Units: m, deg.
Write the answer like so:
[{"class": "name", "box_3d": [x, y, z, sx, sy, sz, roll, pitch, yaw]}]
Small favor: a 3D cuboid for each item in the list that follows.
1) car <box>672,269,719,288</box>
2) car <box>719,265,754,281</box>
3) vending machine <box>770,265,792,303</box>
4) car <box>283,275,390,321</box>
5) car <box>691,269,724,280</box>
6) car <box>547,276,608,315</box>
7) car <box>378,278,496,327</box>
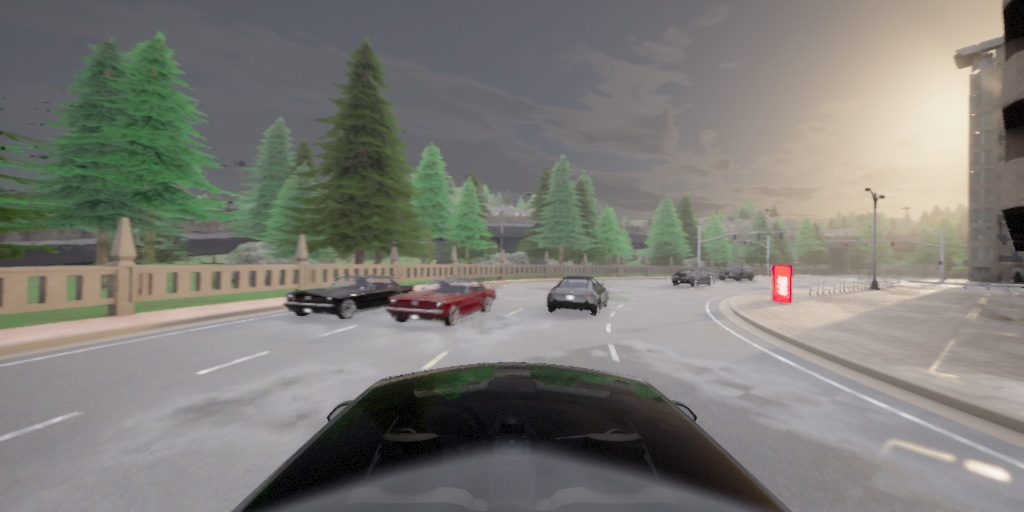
[{"class": "car", "box_3d": [15.922, 1.934, 31.510, 4.892, 1.490, 1.837, 2, -1, -38]}, {"class": "car", "box_3d": [27.984, 2.156, 44.577, 5.566, 2.045, 2.150, 2, -1, -35]}, {"class": "vending machine", "box_3d": [13.808, 1.432, 18.354, 1.100, 2.100, 0.880, 0, 0, 36]}, {"class": "car", "box_3d": [-5.492, 1.355, 12.785, 1.895, 1.301, 4.718, 1, -1, 16]}, {"class": "car", "box_3d": [25.939, 2.427, 47.419, 4.718, 1.301, 1.895, 2, -1, -35]}, {"class": "car", "box_3d": [2.837, 1.524, 14.994, 1.994, 1.385, 4.181, 1, -1, 21]}, {"class": "car", "box_3d": [-2.104, 1.421, 12.046, 1.895, 1.301, 4.718, 1, -1, 16]}]
